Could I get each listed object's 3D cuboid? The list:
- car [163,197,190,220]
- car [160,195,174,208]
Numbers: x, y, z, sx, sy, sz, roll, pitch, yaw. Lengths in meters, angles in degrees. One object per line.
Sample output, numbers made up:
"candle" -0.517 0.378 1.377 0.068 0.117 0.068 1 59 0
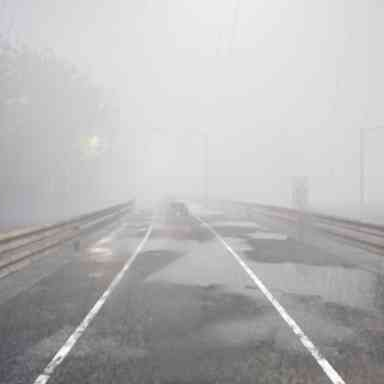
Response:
"car" -1.183 1.423 26.494 1.812 1.442 4.674 0 0 -5
"car" -3.196 1.176 44.122 2.097 1.767 4.553 0 0 -8
